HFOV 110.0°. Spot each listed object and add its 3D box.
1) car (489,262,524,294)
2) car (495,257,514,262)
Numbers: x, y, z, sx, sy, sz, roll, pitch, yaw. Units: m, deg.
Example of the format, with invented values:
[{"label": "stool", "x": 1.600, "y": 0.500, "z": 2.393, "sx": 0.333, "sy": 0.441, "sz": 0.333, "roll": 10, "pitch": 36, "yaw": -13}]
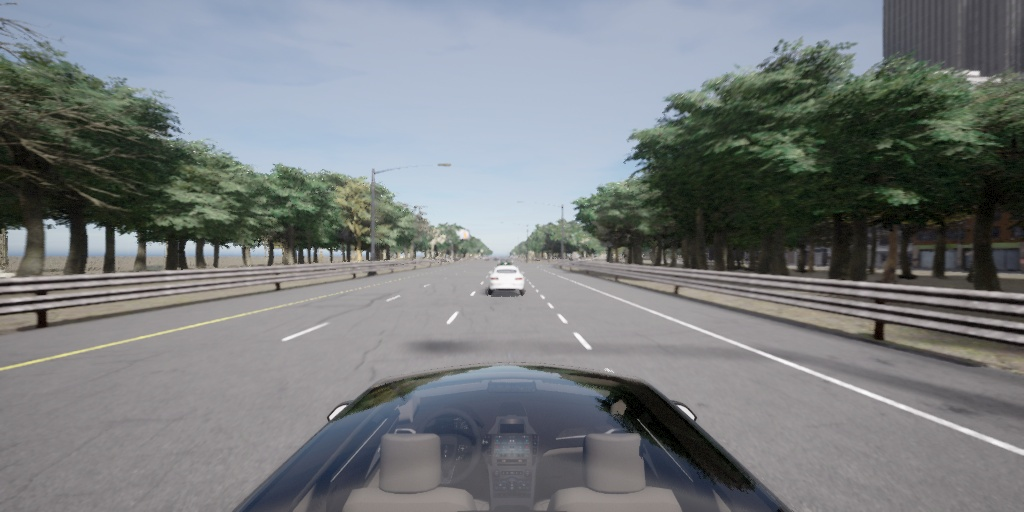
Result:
[{"label": "car", "x": -0.301, "y": 1.259, "z": 19.805, "sx": 1.812, "sy": 1.442, "sz": 4.674, "roll": 0, "pitch": 0, "yaw": -1}, {"label": "car", "x": -0.874, "y": 1.054, "z": 50.117, "sx": 2.097, "sy": 1.767, "sz": 4.553, "roll": 0, "pitch": 0, "yaw": -1}]
